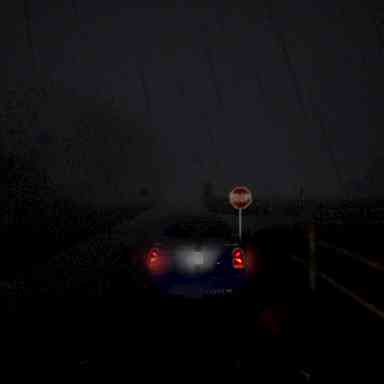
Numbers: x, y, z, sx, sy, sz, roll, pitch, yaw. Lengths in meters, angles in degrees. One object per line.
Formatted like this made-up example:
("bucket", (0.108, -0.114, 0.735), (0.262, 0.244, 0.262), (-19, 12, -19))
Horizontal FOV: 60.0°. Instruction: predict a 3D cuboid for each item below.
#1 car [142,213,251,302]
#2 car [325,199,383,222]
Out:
("car", (0.080, 1.284, 8.267), (2.097, 1.767, 4.553), (0, 0, 0))
("car", (11.794, 1.346, 22.727), (4.718, 1.301, 1.895), (0, 0, 0))
